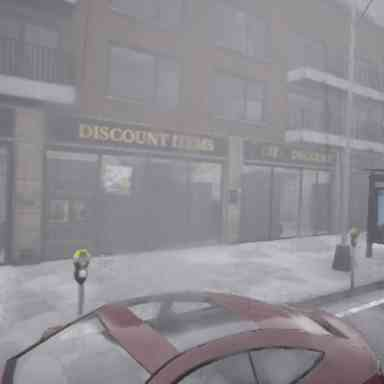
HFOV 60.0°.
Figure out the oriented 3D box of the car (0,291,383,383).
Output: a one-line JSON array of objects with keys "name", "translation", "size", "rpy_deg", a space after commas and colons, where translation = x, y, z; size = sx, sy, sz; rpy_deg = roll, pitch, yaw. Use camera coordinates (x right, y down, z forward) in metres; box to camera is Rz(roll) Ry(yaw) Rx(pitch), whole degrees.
[{"name": "car", "translation": [-0.290, 1.499, 2.330], "size": [4.206, 1.307, 1.802], "rpy_deg": [1, 2, -33]}]
